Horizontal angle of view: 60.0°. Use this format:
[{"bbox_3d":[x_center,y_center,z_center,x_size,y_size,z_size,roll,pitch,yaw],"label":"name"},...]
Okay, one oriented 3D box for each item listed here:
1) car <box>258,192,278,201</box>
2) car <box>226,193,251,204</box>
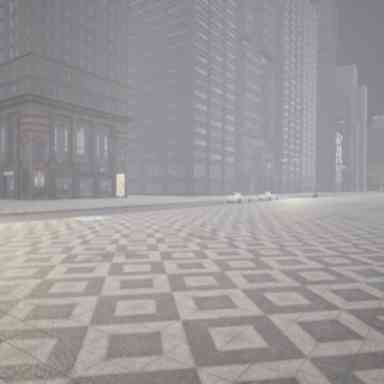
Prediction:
[{"bbox_3d":[12.300,0.722,53.816,1.812,1.442,4.674,1,1,35],"label":"car"},{"bbox_3d":[6.370,0.817,45.412,1.812,1.442,4.674,1,1,36],"label":"car"}]
